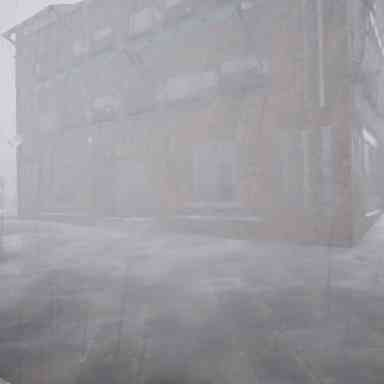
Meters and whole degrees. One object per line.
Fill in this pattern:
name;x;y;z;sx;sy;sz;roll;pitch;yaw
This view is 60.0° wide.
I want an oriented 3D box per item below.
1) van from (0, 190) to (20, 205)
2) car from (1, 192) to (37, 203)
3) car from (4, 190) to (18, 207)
van;-27.512;0.796;48.386;4.442;1.987;1.878;-2;2;24
car;-26.500;0.867;51.002;4.892;1.521;2.231;-2;3;24
car;-18.486;0.717;38.615;5.566;2.045;2.435;-2;2;24
